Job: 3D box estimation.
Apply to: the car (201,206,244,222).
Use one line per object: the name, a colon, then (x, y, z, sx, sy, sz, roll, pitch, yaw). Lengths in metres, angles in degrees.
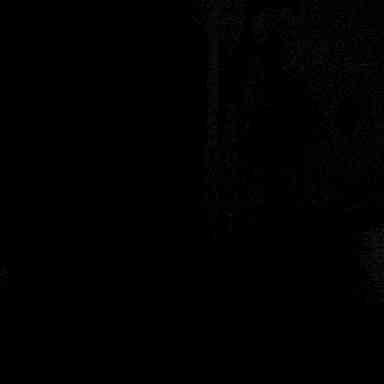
car: (2.766, 2.074, 32.535, 1.882, 1.535, 5.008, 1, -2, -35)

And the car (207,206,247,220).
car: (3.734, 2.238, 36.273, 1.994, 1.385, 4.181, 1, -2, -35)
